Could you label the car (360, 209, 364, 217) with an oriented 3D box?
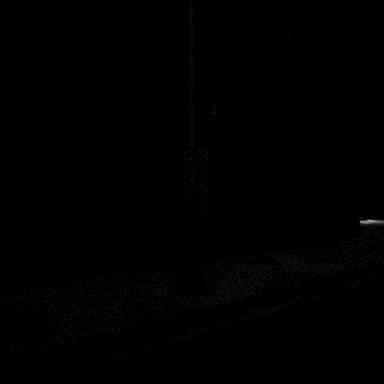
[{"bbox_3d":[11.215,1.388,26.198,1.994,1.385,4.181,0,1,-36],"label":"car"}]
